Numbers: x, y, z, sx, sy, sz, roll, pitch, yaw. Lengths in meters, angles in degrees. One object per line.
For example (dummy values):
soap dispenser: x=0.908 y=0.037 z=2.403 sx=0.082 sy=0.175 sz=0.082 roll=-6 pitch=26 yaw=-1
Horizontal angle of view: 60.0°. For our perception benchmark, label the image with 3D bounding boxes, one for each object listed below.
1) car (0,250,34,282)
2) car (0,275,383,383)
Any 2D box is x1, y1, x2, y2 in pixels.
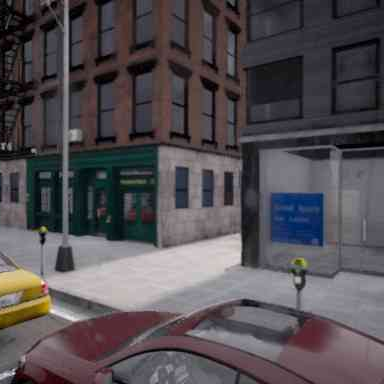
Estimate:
car: x=-4.503 y=1.478 z=6.013 sx=4.829 sy=1.417 sz=1.752 roll=0 pitch=0 yaw=35
car: x=0.264 y=1.574 z=2.619 sx=4.206 sy=1.307 sz=1.802 roll=0 pitch=0 yaw=35
